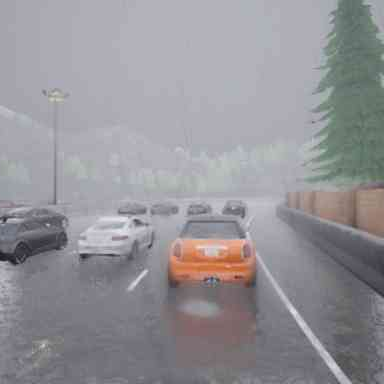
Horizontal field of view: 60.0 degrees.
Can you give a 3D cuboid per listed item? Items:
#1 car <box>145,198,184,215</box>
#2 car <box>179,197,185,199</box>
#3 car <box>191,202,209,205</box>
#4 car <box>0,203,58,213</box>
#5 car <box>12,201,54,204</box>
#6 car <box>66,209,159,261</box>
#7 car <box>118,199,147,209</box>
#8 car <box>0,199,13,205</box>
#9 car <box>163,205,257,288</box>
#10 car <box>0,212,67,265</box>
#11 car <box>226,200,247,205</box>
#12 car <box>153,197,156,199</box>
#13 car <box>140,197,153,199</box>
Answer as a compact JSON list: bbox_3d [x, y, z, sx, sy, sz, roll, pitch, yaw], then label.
[{"bbox_3d":[-2.676,1.696,33.703,2.128,1.511,4.902,0,0,13],"label":"car"},{"bbox_3d":[-2.808,1.951,73.917,1.837,1.490,4.892,0,0,26],"label":"car"},{"bbox_3d":[0.860,1.698,33.430,2.128,1.511,4.902,0,0,13],"label":"car"},{"bbox_3d":[-8.943,1.615,19.106,1.837,1.490,4.892,0,0,7],"label":"car"},{"bbox_3d":[-16.621,1.700,36.351,2.128,1.511,4.902,0,0,14],"label":"car"},{"bbox_3d":[-2.671,1.600,12.480,1.812,1.442,4.674,0,0,5],"label":"car"},{"bbox_3d":[-6.077,1.770,34.508,1.994,1.385,4.181,0,0,13],"label":"car"},{"bbox_3d":[-20.101,1.809,36.915,1.895,1.301,4.718,0,0,13],"label":"car"},{"bbox_3d":[0.594,1.411,9.611,2.097,1.767,4.553,0,0,4],"label":"car"},{"bbox_3d":[-6.219,1.633,12.023,1.994,1.385,4.181,0,0,5],"label":"car"},{"bbox_3d":[4.351,1.558,32.924,2.097,1.767,4.553,0,0,14],"label":"car"},{"bbox_3d":[-6.215,1.977,74.922,1.812,1.442,4.674,0,0,26],"label":"car"},{"bbox_3d":[-9.257,1.962,76.676,1.837,1.490,4.892,0,0,26],"label":"car"}]
